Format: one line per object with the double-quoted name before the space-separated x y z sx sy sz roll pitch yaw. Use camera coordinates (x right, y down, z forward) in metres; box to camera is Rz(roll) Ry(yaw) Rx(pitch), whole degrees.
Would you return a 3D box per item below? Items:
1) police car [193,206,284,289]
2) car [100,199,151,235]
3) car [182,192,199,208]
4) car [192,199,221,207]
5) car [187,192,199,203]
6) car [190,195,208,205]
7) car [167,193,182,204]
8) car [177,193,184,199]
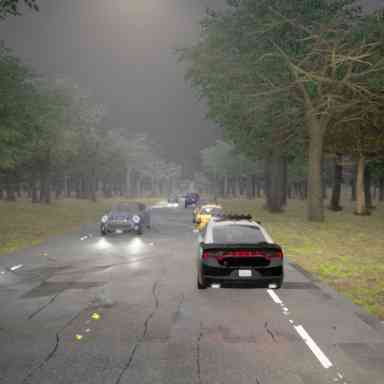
"police car" 1.069 1.418 9.246 1.930 1.638 5.238 0 0 0
"car" -3.562 1.329 18.483 2.097 1.767 4.553 0 0 0
"car" 0.109 1.106 45.873 2.150 2.045 5.566 0 0 0
"car" 1.090 1.431 19.328 1.801 1.575 5.366 0 0 0
"car" 0.132 1.010 64.143 2.150 2.045 5.566 0 0 0
"car" 1.101 1.313 25.110 2.097 1.767 4.553 0 0 0
"car" -3.451 1.302 59.874 2.128 1.511 4.902 0 0 0
"car" -3.305 1.137 94.633 1.812 1.442 4.674 0 0 0
